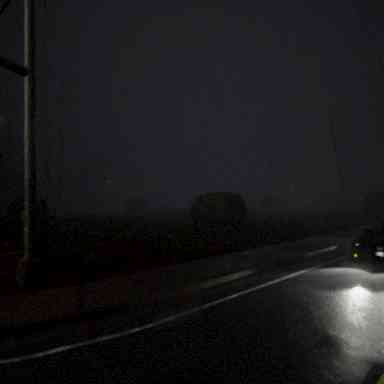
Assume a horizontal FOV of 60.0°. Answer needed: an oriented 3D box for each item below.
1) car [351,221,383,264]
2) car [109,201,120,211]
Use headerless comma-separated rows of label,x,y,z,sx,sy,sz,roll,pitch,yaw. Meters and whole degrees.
car,7.121,1.715,11.565,1.994,1.385,4.181,-2,-2,44
car,-17.517,3.132,75.804,1.905,1.878,3.866,5,0,-2
